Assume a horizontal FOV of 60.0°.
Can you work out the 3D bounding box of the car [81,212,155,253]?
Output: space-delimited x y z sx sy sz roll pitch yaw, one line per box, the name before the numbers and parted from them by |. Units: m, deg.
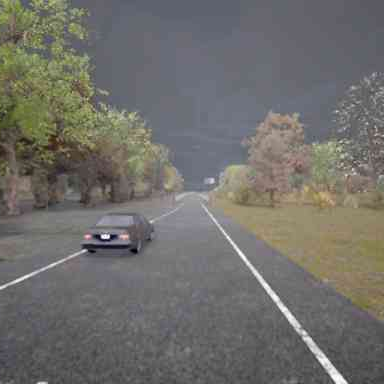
car | -2.760 1.517 13.475 2.033 1.411 5.357 0 0 2
